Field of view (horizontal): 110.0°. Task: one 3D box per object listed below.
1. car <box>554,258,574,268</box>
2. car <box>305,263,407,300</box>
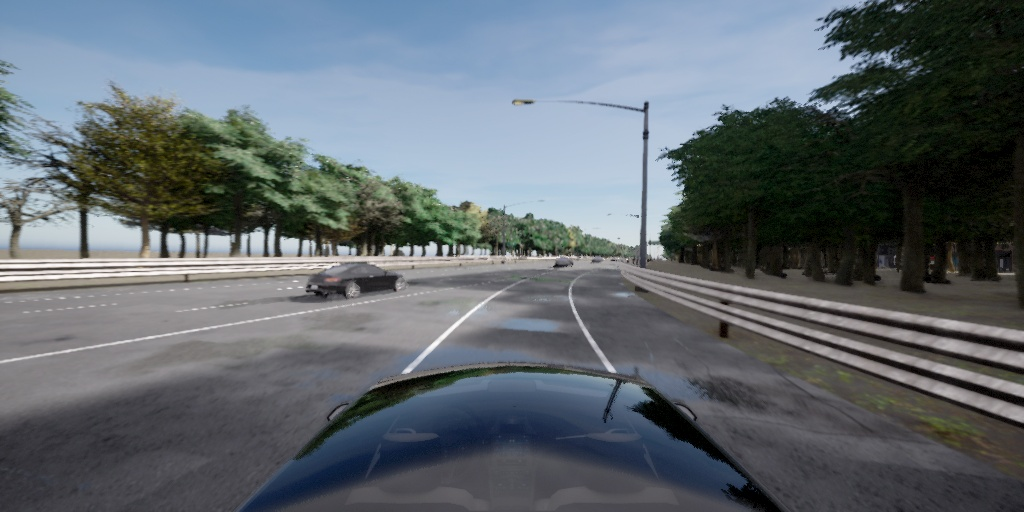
[{"bbox_3d":[7.342,0.930,50.203,1.994,1.385,4.181,1,1,22],"label":"car"},{"bbox_3d":[-6.663,1.022,15.798,1.812,1.442,4.674,1,1,22],"label":"car"}]
